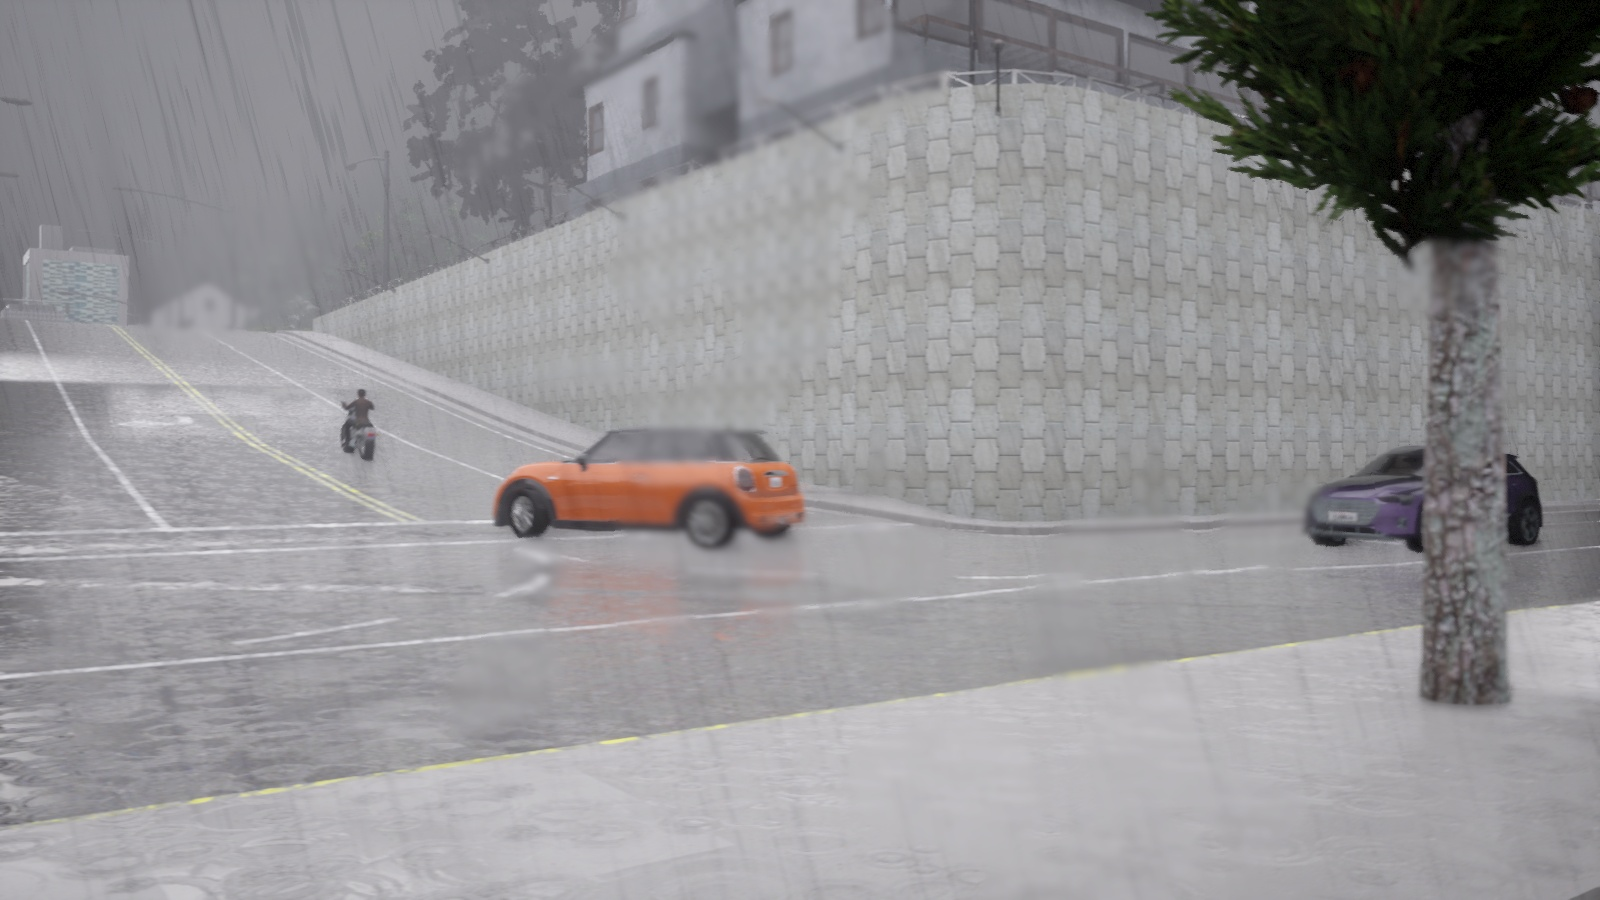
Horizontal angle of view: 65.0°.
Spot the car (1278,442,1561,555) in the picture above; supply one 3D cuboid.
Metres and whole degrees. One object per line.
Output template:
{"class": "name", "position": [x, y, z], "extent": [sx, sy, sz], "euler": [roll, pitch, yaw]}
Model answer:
{"class": "car", "position": [10.172, 0.703, 20.490], "extent": [4.856, 1.649, 2.033], "euler": [0, 0, -35]}

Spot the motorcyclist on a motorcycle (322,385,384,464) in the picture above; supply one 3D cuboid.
{"class": "motorcyclist on a motorcycle", "position": [-10.484, -0.615, 29.419], "extent": [0.766, 1.649, 2.350], "euler": [0, 5, -34]}

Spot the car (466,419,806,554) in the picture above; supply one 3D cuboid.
{"class": "car", "position": [-2.418, 0.451, 18.483], "extent": [4.553, 1.767, 2.097], "euler": [1, 1, 25]}
